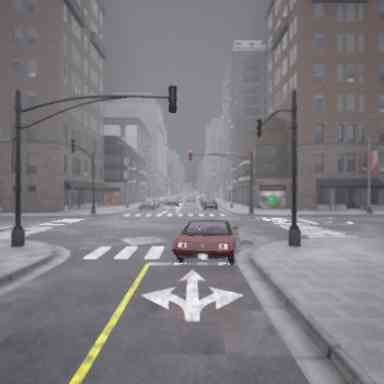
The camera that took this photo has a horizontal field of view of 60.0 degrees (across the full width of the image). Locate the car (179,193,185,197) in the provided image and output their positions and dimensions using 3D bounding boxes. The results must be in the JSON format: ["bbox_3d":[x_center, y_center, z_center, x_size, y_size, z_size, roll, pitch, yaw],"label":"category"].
[{"bbox_3d":[-2.970,1.545,68.478,1.837,1.490,4.892,0,0,0],"label":"car"}]

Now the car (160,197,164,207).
[{"bbox_3d":[-5.645,1.457,48.483,1.967,1.590,4.097,0,0,0],"label":"car"}]

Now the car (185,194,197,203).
[{"bbox_3d":[-0.215,1.594,70.524,1.994,1.385,4.181,0,0,0],"label":"car"}]

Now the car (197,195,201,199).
[{"bbox_3d":[2.401,1.596,59.489,1.947,1.339,4.313,0,0,0],"label":"car"}]

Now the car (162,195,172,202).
[{"bbox_3d":[-5.593,1.501,76.036,1.967,1.590,4.097,0,0,0],"label":"car"}]

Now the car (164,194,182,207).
[{"bbox_3d":[-3.071,1.499,53.059,1.882,1.535,5.008,0,0,0],"label":"car"}]

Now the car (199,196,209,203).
[{"bbox_3d":[2.422,1.600,70.510,2.008,1.369,4.403,0,0,0],"label":"car"}]

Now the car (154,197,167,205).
[{"bbox_3d":[-5.624,1.613,59.504,1.802,1.307,4.206,0,0,0],"label":"car"}]

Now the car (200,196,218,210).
[{"bbox_3d":[2.369,1.577,42.956,1.947,1.339,4.313,0,0,0],"label":"car"}]

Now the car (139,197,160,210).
[{"bbox_3d":[-5.656,1.451,42.972,1.967,1.590,4.097,0,0,0],"label":"car"}]

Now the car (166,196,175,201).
[{"bbox_3d":[-5.571,1.636,87.058,2.008,1.369,4.403,0,0,0],"label":"car"}]

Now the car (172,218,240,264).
[{"bbox_3d":[0.702,1.590,11.910,1.895,1.301,4.718,0,0,10],"label":"car"}]

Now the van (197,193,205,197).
[{"bbox_3d":[2.411,1.380,65.000,1.690,1.788,3.998,0,0,0],"label":"van"}]

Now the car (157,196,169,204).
[{"bbox_3d":[-5.613,1.590,65.015,2.008,1.369,4.403,0,0,0],"label":"car"}]

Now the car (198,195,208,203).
[{"bbox_3d":[2.390,1.605,53.979,1.802,1.307,4.206,0,0,0],"label":"car"}]
